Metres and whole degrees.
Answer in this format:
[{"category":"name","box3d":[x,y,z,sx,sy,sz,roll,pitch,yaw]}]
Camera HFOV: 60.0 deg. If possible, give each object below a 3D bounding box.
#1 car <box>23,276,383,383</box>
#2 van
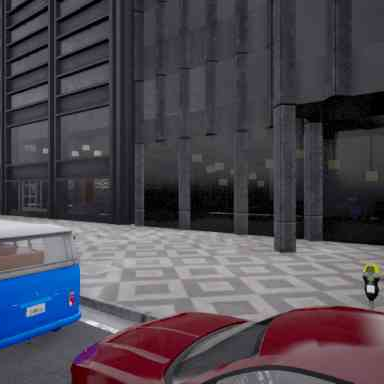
[{"category":"car","box3d":[0.971,1.545,2.272,4.507,1.381,1.887,0,0,36]},{"category":"van","box3d":[-3.593,1.341,5.531,3.998,1.788,1.690,0,0,36]}]
